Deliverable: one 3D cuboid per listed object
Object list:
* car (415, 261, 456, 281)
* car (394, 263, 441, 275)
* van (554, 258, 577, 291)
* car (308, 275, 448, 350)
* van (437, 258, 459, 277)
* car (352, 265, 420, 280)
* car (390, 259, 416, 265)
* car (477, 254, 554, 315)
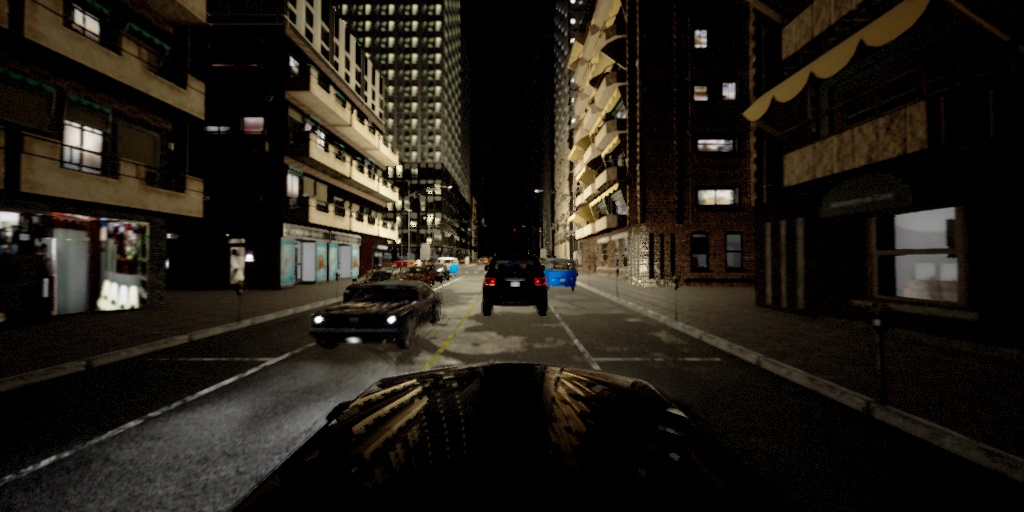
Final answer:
[{"bbox_3d":[-5.658,1.260,26.556,1.948,1.339,4.313,0,0,0],"label":"car"},{"bbox_3d":[-5.657,1.289,21.016,1.802,1.307,4.207,0,0,0],"label":"car"},{"bbox_3d":[2.691,1.047,21.069,1.690,1.789,3.998,0,0,0],"label":"van"},{"bbox_3d":[-3.087,1.334,9.215,1.895,1.301,4.718,0,0,0],"label":"car"},{"bbox_3d":[-5.828,1.022,32.097,1.690,1.789,3.998,0,0,0],"label":"van"},{"bbox_3d":[-5.657,1.270,15.475,2.007,1.370,4.403,0,0,0],"label":"car"},{"bbox_3d":[-16.494,1.127,54.726,4.097,1.591,1.967,0,0,0],"label":"car"},{"bbox_3d":[0.100,0.945,13.563,2.150,2.045,5.566,0,0,0],"label":"car"}]
